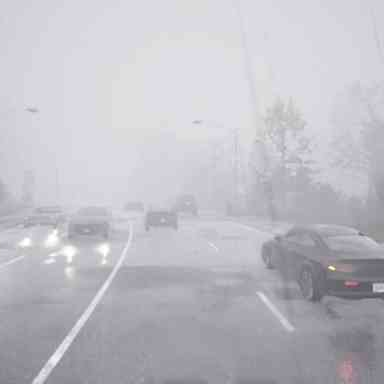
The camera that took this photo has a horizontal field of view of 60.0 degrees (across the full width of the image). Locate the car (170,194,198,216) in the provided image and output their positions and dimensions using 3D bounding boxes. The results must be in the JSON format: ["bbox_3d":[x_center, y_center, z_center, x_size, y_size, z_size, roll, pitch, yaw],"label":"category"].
[{"bbox_3d":[-1.073,1.202,32.177,2.150,2.045,5.566,0,0,-15],"label":"car"}]

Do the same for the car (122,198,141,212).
[{"bbox_3d":[-6.941,1.464,38.933,1.882,1.535,5.008,0,0,-19],"label":"car"}]

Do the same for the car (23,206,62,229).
[{"bbox_3d":[-9.535,1.606,21.883,1.895,1.301,4.718,0,0,-12],"label":"car"}]

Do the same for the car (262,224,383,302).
[{"bbox_3d":[3.145,1.509,8.128,1.812,1.442,4.674,0,0,-4],"label":"car"}]

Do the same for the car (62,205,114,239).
[{"bbox_3d":[-5.205,1.477,17.574,1.882,1.535,5.008,0,0,-9],"label":"car"}]

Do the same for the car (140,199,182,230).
[{"bbox_3d":[-2.096,1.466,21.189,1.882,1.535,5.008,0,0,-10],"label":"car"}]
